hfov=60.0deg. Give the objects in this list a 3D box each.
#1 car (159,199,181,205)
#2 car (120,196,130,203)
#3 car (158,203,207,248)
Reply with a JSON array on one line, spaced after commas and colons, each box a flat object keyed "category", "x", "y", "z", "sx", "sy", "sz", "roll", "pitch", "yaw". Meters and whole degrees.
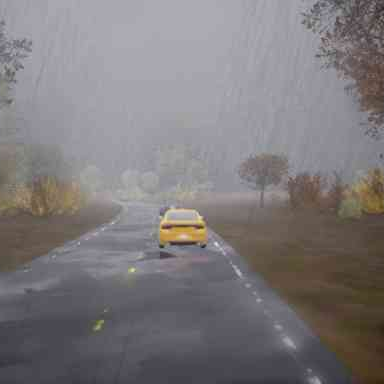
[{"category": "car", "x": -1.868, "y": 1.391, "z": 29.761, "sx": 2.097, "sy": 1.767, "sz": 4.553, "roll": 0, "pitch": 0, "yaw": -7}, {"category": "car", "x": -15.032, "y": 1.646, "z": 74.749, "sx": 1.882, "sy": 1.535, "sz": 5.008, "roll": 0, "pitch": 0, "yaw": -18}, {"category": "car", "x": -0.469, "y": 1.491, "z": 14.765, "sx": 1.882, "sy": 1.535, "sz": 5.008, "roll": 0, "pitch": 0, "yaw": -4}]
